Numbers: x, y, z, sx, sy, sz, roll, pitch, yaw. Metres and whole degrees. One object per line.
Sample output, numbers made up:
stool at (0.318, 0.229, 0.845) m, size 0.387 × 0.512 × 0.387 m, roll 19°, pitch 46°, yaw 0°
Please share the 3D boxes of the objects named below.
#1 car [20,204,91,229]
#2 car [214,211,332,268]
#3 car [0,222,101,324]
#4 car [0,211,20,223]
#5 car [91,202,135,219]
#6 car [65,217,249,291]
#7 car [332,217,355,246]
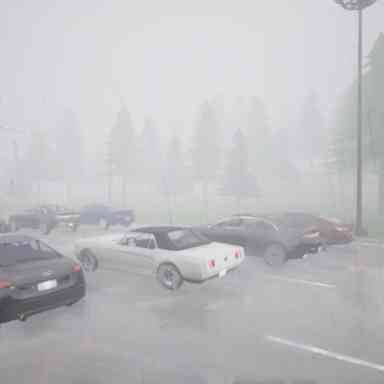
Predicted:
car at (-8.082, 1.413, 18.135) m, size 4.902 × 1.511 × 2.128 m, roll 0°, pitch 0°, yaw 35°
car at (1.785, 1.463, 11.213) m, size 4.902 × 1.511 × 2.128 m, roll 0°, pitch 0°, yaw 35°
car at (-4.081, 1.532, 6.763) m, size 4.181 × 1.385 × 1.994 m, roll 0°, pitch 0°, yaw 35°
car at (-10.129, 1.488, 15.295) m, size 4.181 × 1.385 × 1.994 m, roll 0°, pitch 0°, yaw 35°
car at (-5.778, 1.398, 20.797) m, size 5.008 × 1.535 × 1.882 m, roll 0°, pitch 0°, yaw 35°
car at (-1.106, 1.571, 8.965) m, size 4.718 × 1.301 × 1.895 m, roll 0°, pitch 0°, yaw 35°
car at (4.176, 1.497, 13.809) m, size 4.674 × 1.442 × 1.812 m, roll 0°, pitch 0°, yaw 35°
